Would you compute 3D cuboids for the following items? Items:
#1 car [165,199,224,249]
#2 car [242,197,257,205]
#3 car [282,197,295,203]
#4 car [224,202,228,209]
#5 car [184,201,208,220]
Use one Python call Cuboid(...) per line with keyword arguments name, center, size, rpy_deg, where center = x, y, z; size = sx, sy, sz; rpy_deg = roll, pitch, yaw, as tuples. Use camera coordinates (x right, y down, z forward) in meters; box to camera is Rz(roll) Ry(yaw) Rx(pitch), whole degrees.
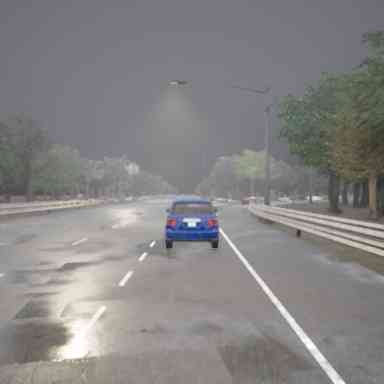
Cuboid(name="car", center=(-0.002, 1.318, 15.011), size=(2.150, 2.045, 5.566), rpy_deg=(0, 0, 0))
Cuboid(name="car", center=(11.441, 1.798, 65.288), size=(1.882, 1.535, 5.008), rpy_deg=(-1, -1, 30))
Cuboid(name="car", center=(23.595, 1.891, 81.685), size=(2.128, 1.511, 4.902), rpy_deg=(0, 0, 45))
Cuboid(name="car", center=(3.846, 1.845, 48.009), size=(1.895, 1.301, 4.718), rpy_deg=(0, 0, 17))
Cuboid(name="car", center=(0.463, 1.651, 30.537), size=(1.882, 1.535, 5.008), rpy_deg=(0, -1, 5))
